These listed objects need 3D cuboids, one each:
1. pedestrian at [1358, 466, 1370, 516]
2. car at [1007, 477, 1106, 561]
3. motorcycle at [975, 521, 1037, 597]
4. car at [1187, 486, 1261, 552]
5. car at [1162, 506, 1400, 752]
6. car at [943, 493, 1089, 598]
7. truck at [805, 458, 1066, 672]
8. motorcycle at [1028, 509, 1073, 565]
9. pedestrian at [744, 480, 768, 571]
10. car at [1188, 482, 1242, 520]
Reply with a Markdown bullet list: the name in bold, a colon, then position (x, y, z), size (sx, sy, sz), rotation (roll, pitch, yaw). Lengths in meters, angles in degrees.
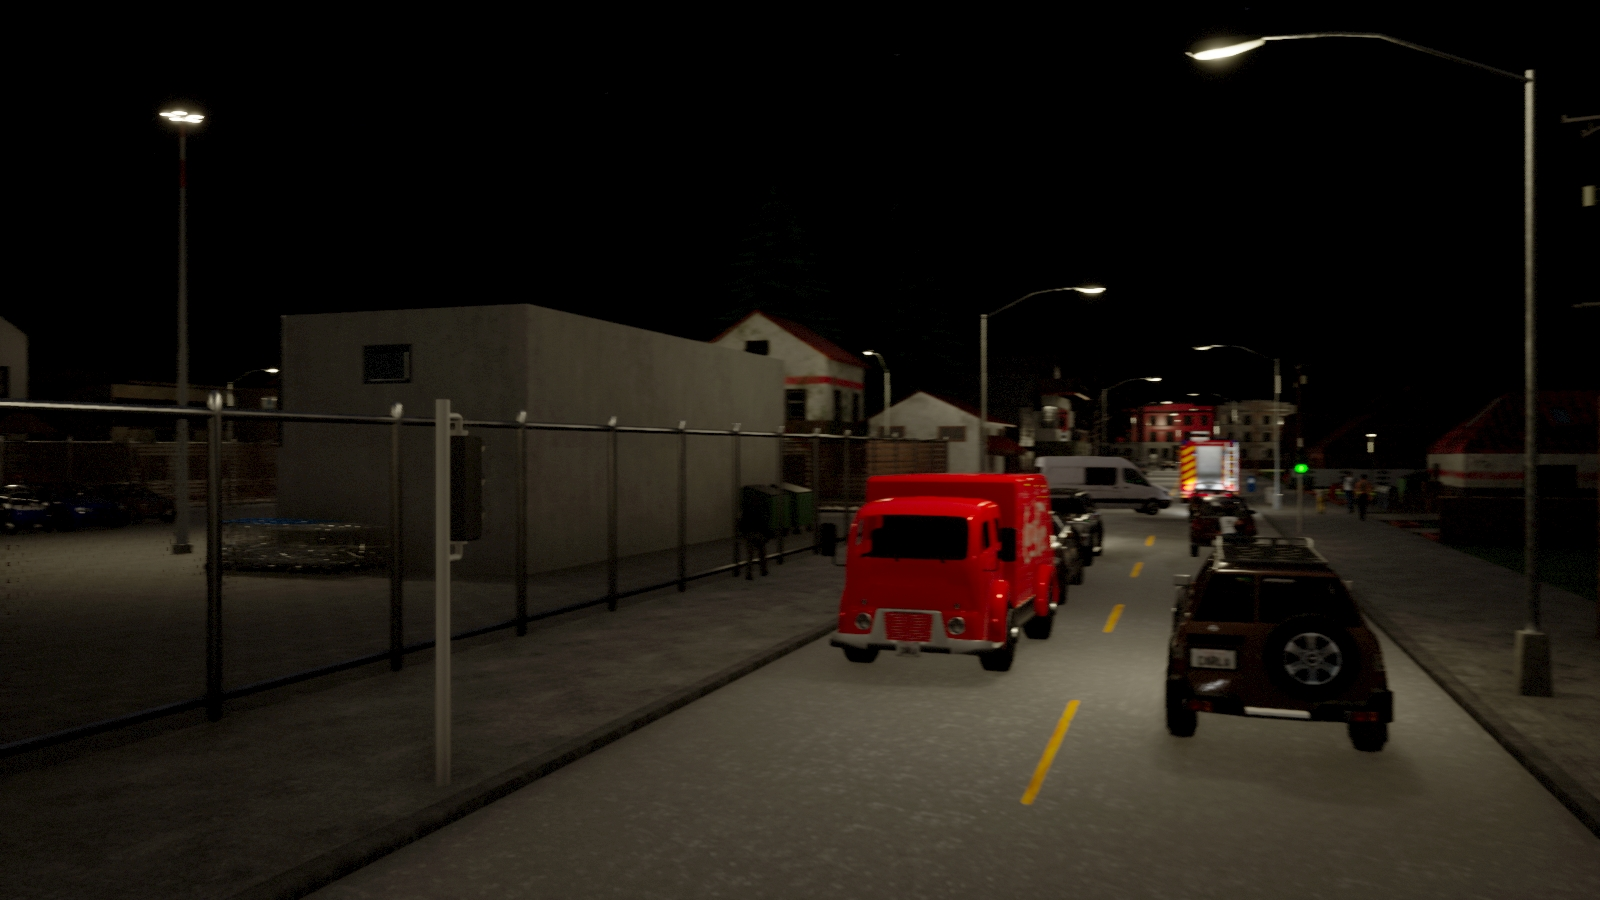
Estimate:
- **pedestrian**: position (21.311, 1.550, 43.176), size (0.375, 1.860, 0.375), rotation (0, 0, 17)
- **car**: position (6.651, 1.666, 29.259), size (1.932, 1.855, 4.605), rotation (0, 0, 19)
- **motorcycle**: position (3.819, 1.979, 21.088), size (0.856, 1.236, 1.805), rotation (0, 0, 19)
- **car**: position (11.557, 1.826, 31.260), size (1.789, 1.549, 3.705), rotation (0, 0, 19)
- **car**: position (4.966, 1.652, 12.233), size (1.932, 1.855, 4.605), rotation (0, 0, 19)
- **car**: position (4.440, 1.790, 22.841), size (2.152, 1.651, 5.027), rotation (0, 0, 19)
- **truck**: position (2.156, 1.362, 16.244), size (2.627, 2.467, 5.204), rotation (0, 0, 19)
- **motorcycle**: position (5.889, 2.014, 26.795), size (0.803, 1.145, 2.033), rotation (0, 0, 19)
- **pedestrian**: position (-0.911, 1.548, 23.572), size (0.375, 1.860, 0.375), rotation (0, 0, 21)
- **car**: position (16.316, 1.965, 45.058), size (1.895, 1.301, 4.718), rotation (0, 0, 19)
